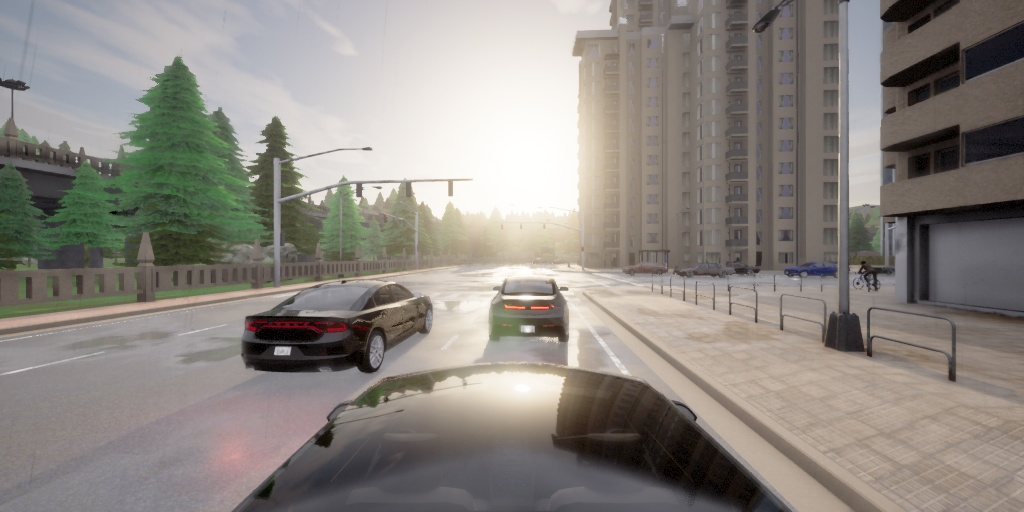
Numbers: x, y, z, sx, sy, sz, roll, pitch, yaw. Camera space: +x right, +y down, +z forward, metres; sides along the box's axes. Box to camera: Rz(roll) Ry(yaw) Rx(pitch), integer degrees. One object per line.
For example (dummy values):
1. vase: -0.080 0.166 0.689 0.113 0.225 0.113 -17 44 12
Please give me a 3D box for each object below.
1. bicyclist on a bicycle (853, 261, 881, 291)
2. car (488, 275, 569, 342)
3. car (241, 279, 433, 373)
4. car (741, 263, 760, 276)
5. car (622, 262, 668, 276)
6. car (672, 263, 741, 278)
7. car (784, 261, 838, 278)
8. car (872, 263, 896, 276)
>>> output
1. bicyclist on a bicycle: 19.756 1.107 19.999 0.582 1.620 1.656 0 0 3
2. car: 0.494 1.255 9.798 1.837 1.490 4.892 0 0 4
3. car: -3.161 1.228 7.678 1.882 1.535 5.008 0 0 4
4. car: 23.218 1.406 37.830 4.718 1.301 1.895 0 0 3
5. car: 14.162 1.331 38.274 4.674 1.442 1.812 0 0 4
6. car: 18.474 1.353 34.560 5.357 1.411 2.033 0 0 3
7. car: 28.720 1.283 34.046 5.008 1.535 1.882 0 0 3
8. car: 39.761 1.407 36.936 4.718 1.301 1.895 0 0 3
